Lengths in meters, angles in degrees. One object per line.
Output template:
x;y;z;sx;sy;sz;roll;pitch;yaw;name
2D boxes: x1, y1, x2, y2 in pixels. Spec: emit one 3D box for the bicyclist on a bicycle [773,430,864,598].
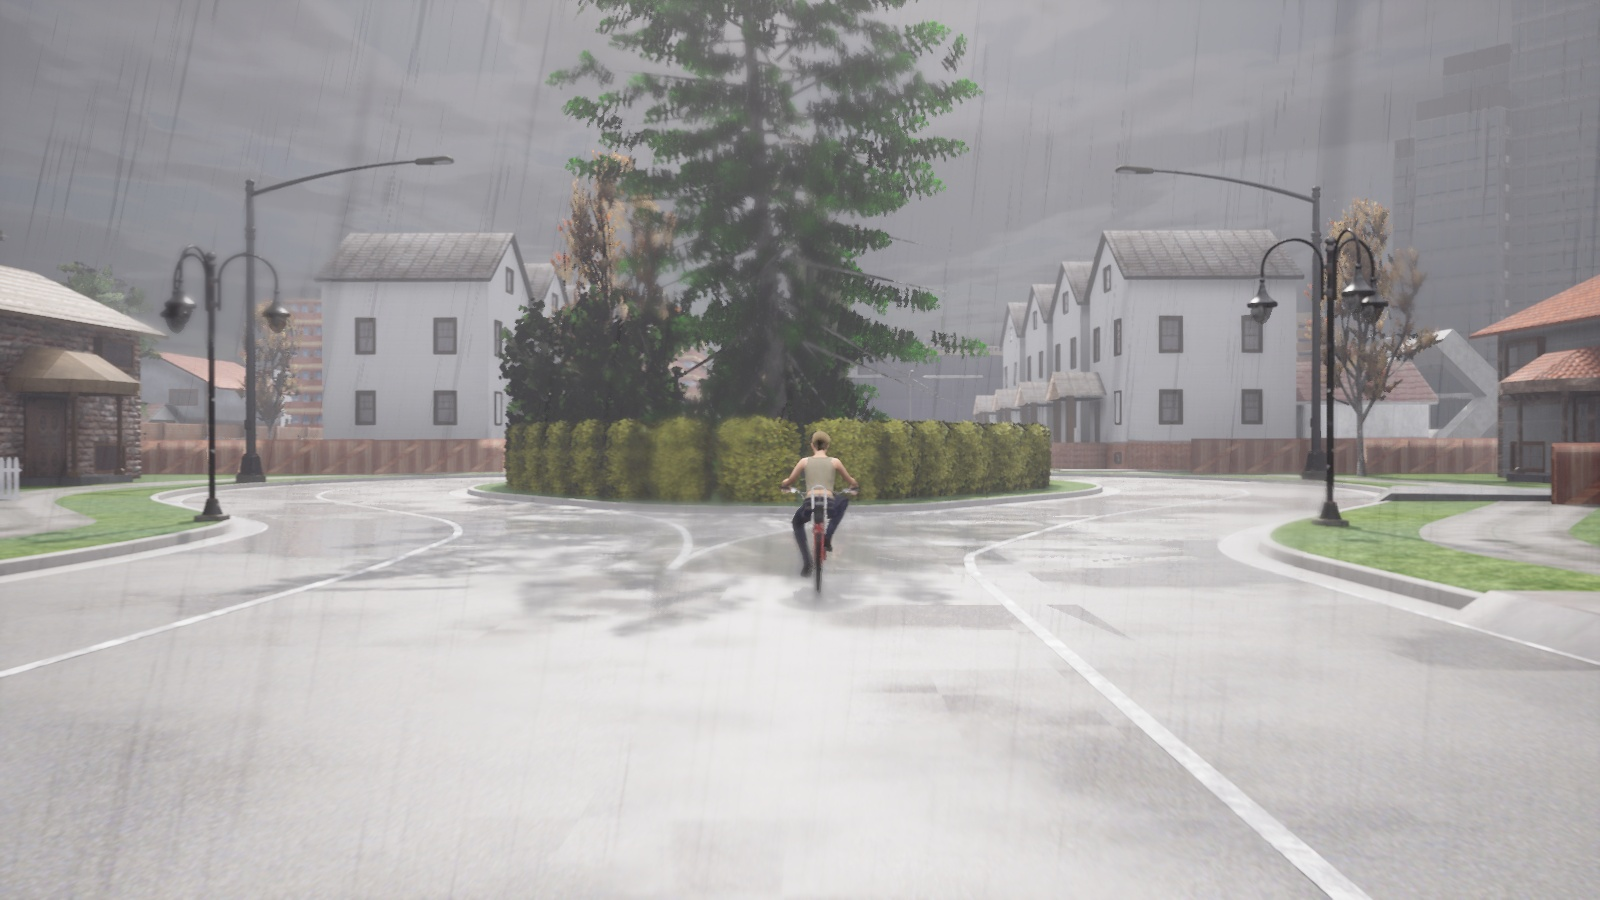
0.198;0.611;12.836;0.866;1.612;1.509;0;0;2;bicyclist on a bicycle
